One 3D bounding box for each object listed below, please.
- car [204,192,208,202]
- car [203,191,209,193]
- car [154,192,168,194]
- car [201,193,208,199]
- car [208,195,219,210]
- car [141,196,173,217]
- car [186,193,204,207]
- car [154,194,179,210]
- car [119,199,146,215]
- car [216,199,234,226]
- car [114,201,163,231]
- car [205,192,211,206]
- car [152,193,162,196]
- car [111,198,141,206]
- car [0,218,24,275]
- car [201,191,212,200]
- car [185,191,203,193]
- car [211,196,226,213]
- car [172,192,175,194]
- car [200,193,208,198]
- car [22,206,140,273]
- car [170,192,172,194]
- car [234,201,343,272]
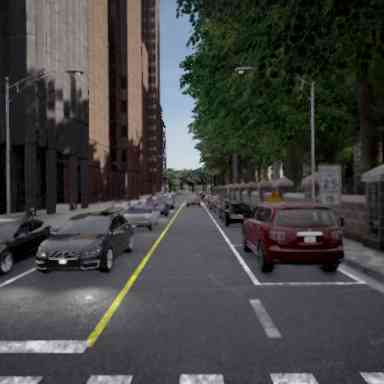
[{"bbox_3d":[2.894,1.089,42.947,1.967,1.590,4.097,0,0,0],"label":"car"},{"bbox_3d":[2.949,1.063,59.486,1.752,1.417,4.829,0,0,0],"label":"car"},{"bbox_3d":[-5.596,0.961,53.883,2.192,1.841,5.009,0,0,0],"label":"car"},{"bbox_3d":[3.021,0.926,81.312,1.752,1.417,4.829,-1,0,0],"label":"car"},{"bbox_3d":[2.859,1.274,32.035,2.008,1.369,4.403,0,0,0],"label":"car"},{"bbox_3d":[-3.006,1.356,28.951,1.994,1.385,4.181,0,0,0],"label":"car"},{"bbox_3d":[0.233,1.213,43.673,2.033,1.411,5.357,0,0,1],"label":"car"},{"bbox_3d":[-2.935,1.271,39.094,2.033,1.411,5.357,0,0,0],"label":"car"},{"bbox_3d":[-5.666,1.375,32.057,1.802,1.307,4.206,0,0,0],"label":"car"},{"bbox_3d":[2.823,1.363,21.122,1.947,1.339,4.313,0,0,0],"label":"car"},{"bbox_3d":[-3.043,1.456,19.750,1.895,1.301,4.718,0,0,0],"label":"car"},{"bbox_3d":[2.876,1.126,37.491,1.967,1.590,4.097,0,0,0],"label":"car"},{"bbox_3d":[-5.612,1.264,48.428,1.802,1.307,4.206,0,0,0],"label":"car"},{"bbox_3d":[-5.684,1.381,26.599,2.008,1.369,4.403,0,0,0],"label":"car"},{"bbox_3d":[-5.738,1.509,10.229,1.947,1.339,4.313,0,0,0],"label":"car"},{"bbox_3d":[2.983,0.785,70.228,2.192,1.841,5.009,-1,0,0],"label":"car"},{"bbox_3d":[0.266,1.086,54.314,2.128,1.511,4.902,0,0,0],"label":"car"},{"bbox_3d":[2.841,1.311,26.578,2.008,1.369,4.403,0,0,0],"label":"car"},{"bbox_3d":[-5.523,0.946,75.711,1.967,1.590,4.097,-1,0,0],"label":"car"},{"bbox_3d":[3.039,0.933,86.599,1.947,1.339,4.313,-1,0,0],"label":"car"},{"bbox_3d":[-3.082,1.424,10.495,1.837,1.490,4.892,0,0,1],"label":"car"},{"bbox_3d":[-5.558,1.119,64.798,1.887,1.381,4.507,0,0,0],"label":"car"},{"bbox_3d":[2.785,1.187,10.208,2.192,1.841,5.009,0,0,0],"label":"car"}]
